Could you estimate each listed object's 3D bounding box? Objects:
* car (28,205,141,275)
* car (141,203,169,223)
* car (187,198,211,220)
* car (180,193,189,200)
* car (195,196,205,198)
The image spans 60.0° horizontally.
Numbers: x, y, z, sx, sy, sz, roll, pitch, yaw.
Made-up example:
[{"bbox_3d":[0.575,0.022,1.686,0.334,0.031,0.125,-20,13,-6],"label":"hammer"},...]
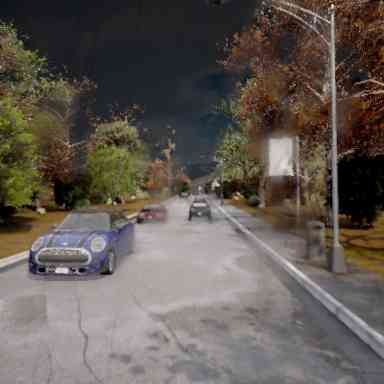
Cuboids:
[{"bbox_3d":[-3.166,1.352,10.471,2.097,1.767,4.553,0,0,1],"label":"car"},{"bbox_3d":[-2.828,1.543,24.913,1.994,1.385,4.181,0,0,2],"label":"car"},{"bbox_3d":[0.673,1.516,28.194,1.812,1.442,4.674,0,0,1],"label":"car"},{"bbox_3d":[-1.663,0.905,74.185,1.837,1.490,4.892,0,1,1],"label":"car"},{"bbox_3d":[1.098,1.323,47.599,2.128,1.511,4.902,0,1,2],"label":"car"}]
